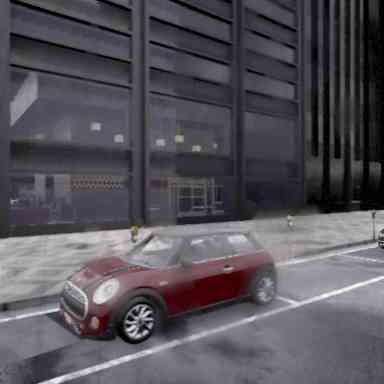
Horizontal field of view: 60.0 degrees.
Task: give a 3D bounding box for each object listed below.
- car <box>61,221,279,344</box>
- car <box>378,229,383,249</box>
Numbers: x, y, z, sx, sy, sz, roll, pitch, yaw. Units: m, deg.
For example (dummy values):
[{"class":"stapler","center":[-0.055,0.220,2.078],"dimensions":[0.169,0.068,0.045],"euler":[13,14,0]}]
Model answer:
[{"class":"car","center":[-0.290,1.430,6.324],"dimensions":[4.097,1.590,1.967],"euler":[0,0,-36]},{"class":"car","center":[8.891,1.505,12.874],"dimensions":[4.403,1.369,2.008],"euler":[0,0,-36]}]
